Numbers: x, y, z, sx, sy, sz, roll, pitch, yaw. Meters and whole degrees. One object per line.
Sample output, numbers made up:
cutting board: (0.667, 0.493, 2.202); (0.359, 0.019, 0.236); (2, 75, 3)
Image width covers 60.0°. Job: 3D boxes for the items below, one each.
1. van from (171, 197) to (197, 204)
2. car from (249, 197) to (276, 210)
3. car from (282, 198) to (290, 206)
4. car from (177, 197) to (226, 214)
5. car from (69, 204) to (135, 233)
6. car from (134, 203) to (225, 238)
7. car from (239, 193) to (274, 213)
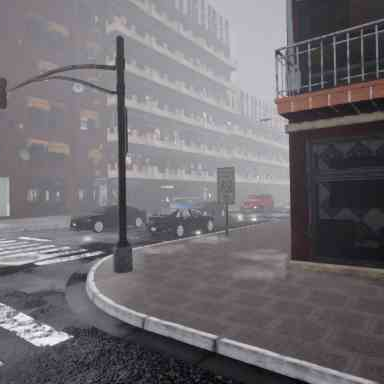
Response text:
van: (-0.399, 1.365, 30.424); (1.690, 1.788, 3.998); (-1, -1, 36)
car: (9.327, 1.431, 44.014); (1.967, 1.590, 4.097); (-1, -1, 36)
car: (15.713, 1.496, 52.935); (1.752, 1.417, 4.829); (-1, -1, 36)
car: (1.167, 1.478, 28.368); (1.837, 1.490, 4.892); (-1, -1, 35)
car: (-4.882, 1.475, 19.919); (1.882, 1.535, 5.008); (-1, -1, 36)
car: (-0.470, 1.435, 16.778); (2.008, 1.369, 4.403); (-1, -1, 36)
car: (7.252, 1.174, 36.875); (2.150, 2.045, 5.566); (-1, -1, 36)
